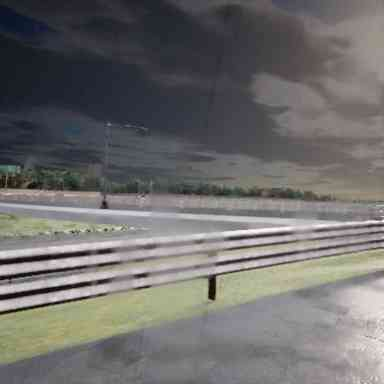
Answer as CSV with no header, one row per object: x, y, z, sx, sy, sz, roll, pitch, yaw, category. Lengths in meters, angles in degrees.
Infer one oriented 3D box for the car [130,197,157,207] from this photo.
-7.463,1.563,50.727,4.674,1.442,1.812,1,-1,31,car
